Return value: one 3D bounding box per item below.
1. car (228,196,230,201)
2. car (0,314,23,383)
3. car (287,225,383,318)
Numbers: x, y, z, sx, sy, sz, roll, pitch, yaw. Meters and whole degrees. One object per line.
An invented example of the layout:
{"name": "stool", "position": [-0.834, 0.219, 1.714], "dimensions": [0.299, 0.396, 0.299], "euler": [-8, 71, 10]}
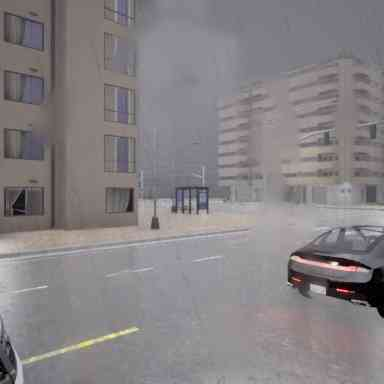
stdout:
{"name": "car", "position": [11.512, 1.581, 86.750], "dimensions": [4.902, 1.511, 2.128], "euler": [0, 0, -40]}
{"name": "car", "position": [-3.785, 1.221, 1.347], "dimensions": [5.566, 2.045, 2.150], "euler": [0, 0, -32]}
{"name": "car", "position": [4.096, 1.492, 7.353], "dimensions": [4.902, 1.511, 2.128], "euler": [0, 0, -39]}
